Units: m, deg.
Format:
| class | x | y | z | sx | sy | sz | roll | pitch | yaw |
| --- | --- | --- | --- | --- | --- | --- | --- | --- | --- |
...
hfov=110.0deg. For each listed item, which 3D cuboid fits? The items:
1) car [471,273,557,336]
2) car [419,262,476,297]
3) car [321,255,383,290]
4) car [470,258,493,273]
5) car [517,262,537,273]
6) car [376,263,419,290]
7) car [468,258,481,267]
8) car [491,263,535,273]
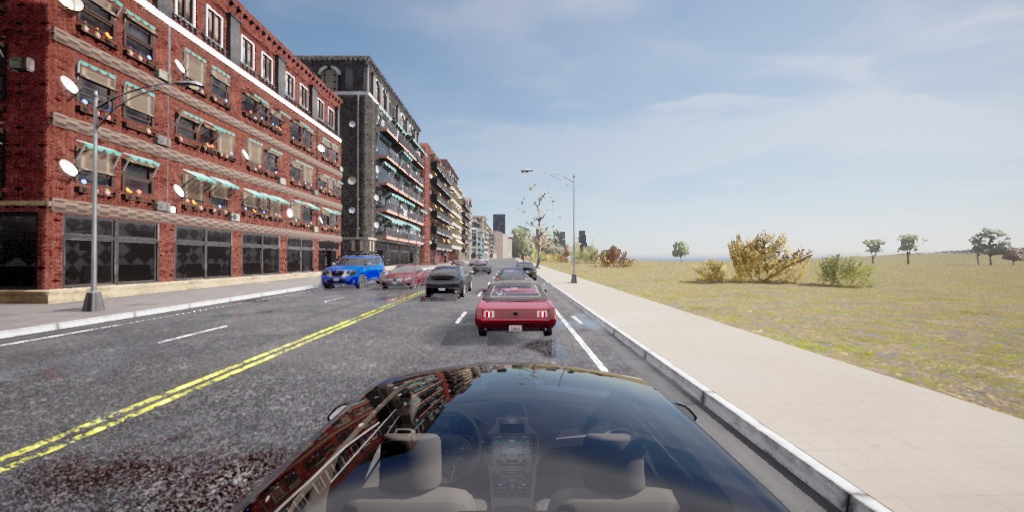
| class | x | y | z | sx | sy | sz | roll | pitch | yaw |
| --- | --- | --- | --- | --- | --- | --- | --- | --- | --- |
| car | 0.079 | 1.350 | 10.335 | 1.895 | 1.301 | 4.718 | 0 | 0 | 0 |
| car | -3.195 | 1.255 | 18.724 | 1.837 | 1.490 | 4.892 | 0 | 0 | 0 |
| car | -9.904 | 0.970 | 22.943 | 2.150 | 2.045 | 5.566 | 0 | 0 | 0 |
| car | -3.247 | 1.238 | 39.737 | 2.128 | 1.511 | 4.902 | 0 | 0 | 0 |
| car | 1.064 | 1.252 | 30.359 | 1.837 | 1.490 | 4.892 | 0 | 0 | 0 |
| car | -6.654 | 1.274 | 22.624 | 1.812 | 1.442 | 4.674 | 0 | 0 | 0 |
| car | -6.712 | 1.215 | 65.107 | 1.882 | 1.535 | 5.008 | 0 | 0 | 0 |
| car | 0.044 | 1.313 | 20.365 | 1.994 | 1.385 | 4.181 | 0 | 0 | 0 |
